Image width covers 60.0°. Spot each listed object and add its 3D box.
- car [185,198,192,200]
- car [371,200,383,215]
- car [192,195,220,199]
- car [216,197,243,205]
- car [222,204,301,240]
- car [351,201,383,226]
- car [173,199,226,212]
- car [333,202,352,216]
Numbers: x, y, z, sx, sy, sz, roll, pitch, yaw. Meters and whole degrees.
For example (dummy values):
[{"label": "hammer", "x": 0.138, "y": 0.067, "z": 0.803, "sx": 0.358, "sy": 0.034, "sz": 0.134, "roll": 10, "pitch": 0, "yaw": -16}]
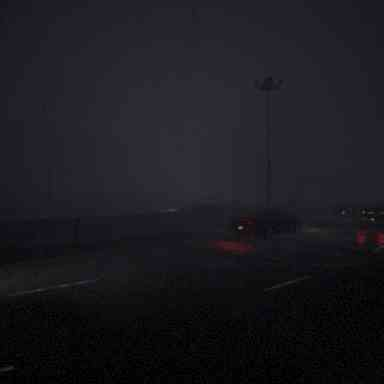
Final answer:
[{"label": "car", "x": -0.330, "y": 1.705, "z": 48.911, "sx": 1.837, "sy": 1.490, "sz": 4.892, "roll": 0, "pitch": -1, "yaw": 23}, {"label": "car", "x": 20.318, "y": 1.600, "z": 35.523, "sx": 1.994, "sy": 1.385, "sz": 4.181, "roll": 0, "pitch": 0, "yaw": 26}, {"label": "car", "x": 2.425, "y": 1.396, "z": 46.572, "sx": 2.150, "sy": 2.045, "sz": 5.566, "roll": 0, "pitch": -1, "yaw": 24}, {"label": "car", "x": 5.372, "y": 1.695, "z": 44.643, "sx": 2.033, "sy": 1.411, "sz": 5.357, "roll": 0, "pitch": 0, "yaw": 25}, {"label": "car", "x": 3.969, "y": 1.527, "z": 17.438, "sx": 1.882, "sy": 1.535, "sz": 5.008, "roll": 0, "pitch": 0, "yaw": 43}, {"label": "car", "x": 12.716, "y": 1.517, "z": 22.759, "sx": 2.128, "sy": 1.511, "sz": 4.902, "roll": 0, "pitch": 0, "yaw": 36}, {"label": "car", "x": 0.555, "y": 1.661, "z": 29.820, "sx": 2.033, "sy": 1.411, "sz": 5.357, "roll": 0, "pitch": 0, "yaw": 37}, {"label": "car", "x": 15.317, "y": 1.653, "z": 33.179, "sx": 1.895, "sy": 1.301, "sz": 4.718, "roll": 0, "pitch": 0, "yaw": 29}]
